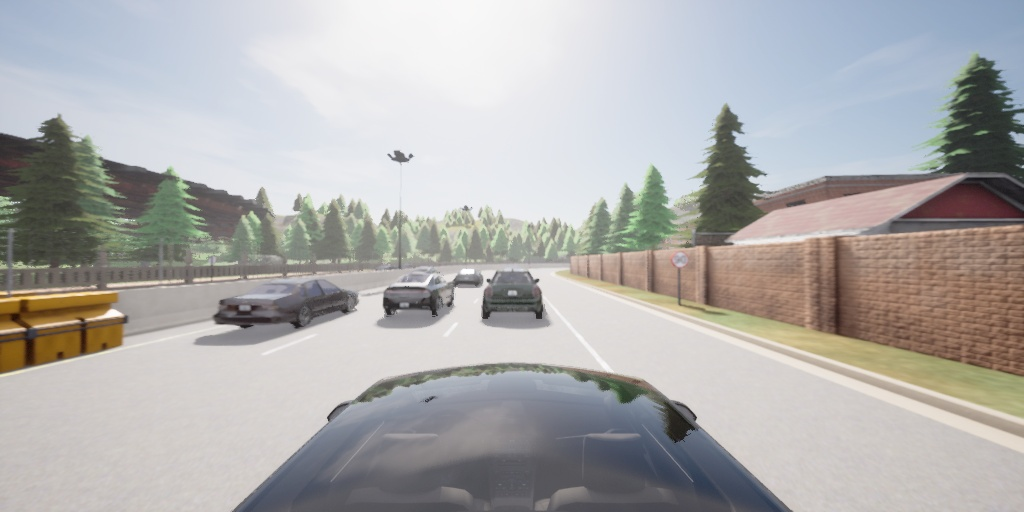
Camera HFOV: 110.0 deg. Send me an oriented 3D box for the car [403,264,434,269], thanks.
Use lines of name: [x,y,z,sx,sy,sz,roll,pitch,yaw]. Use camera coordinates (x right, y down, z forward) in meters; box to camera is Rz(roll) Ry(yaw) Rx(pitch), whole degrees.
car: [-6.960,1.631,29.071,1.837,1.490,4.892,0,0,0]

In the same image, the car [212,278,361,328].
car: [-6.984,1.437,11.896,2.033,1.411,5.357,0,-1,0]

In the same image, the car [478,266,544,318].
car: [0.035,1.269,13.959,2.097,1.767,4.553,0,-1,0]

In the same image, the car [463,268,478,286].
car: [-3.459,1.693,29.298,1.994,1.385,4.181,0,-1,1]

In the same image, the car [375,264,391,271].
car: [-20.204,2.009,57.693,2.128,1.511,4.902,0,-1,7]

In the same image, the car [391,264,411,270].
car: [-16.781,2.008,56.752,1.837,1.490,4.892,0,-1,7]

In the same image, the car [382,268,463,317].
car: [-3.465,1.411,14.043,2.128,1.511,4.902,0,-1,0]
